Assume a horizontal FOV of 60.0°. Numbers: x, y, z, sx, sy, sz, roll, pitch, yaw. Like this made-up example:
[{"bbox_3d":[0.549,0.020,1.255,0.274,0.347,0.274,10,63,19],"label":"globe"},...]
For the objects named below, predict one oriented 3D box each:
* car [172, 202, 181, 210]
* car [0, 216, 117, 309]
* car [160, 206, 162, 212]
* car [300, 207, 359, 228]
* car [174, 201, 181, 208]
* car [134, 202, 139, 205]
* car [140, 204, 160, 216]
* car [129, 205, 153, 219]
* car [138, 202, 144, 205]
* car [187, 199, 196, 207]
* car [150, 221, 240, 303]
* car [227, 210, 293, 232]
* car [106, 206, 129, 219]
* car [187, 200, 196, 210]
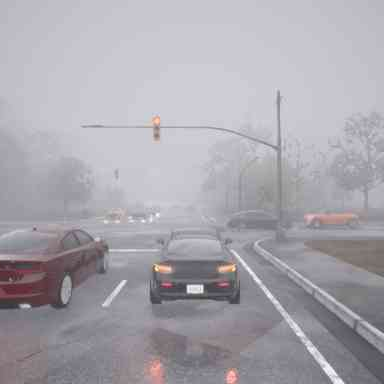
[{"bbox_3d":[-3.649,3.350,76.936,1.895,1.301,4.718,0,0,0],"label":"car"},{"bbox_3d":[-3.433,1.555,8.081,1.882,1.535,5.008,0,-1,0],"label":"car"},{"bbox_3d":[-7.151,3.305,66.660,2.128,1.511,4.902,0,0,0],"label":"car"},{"bbox_3d":[11.754,2.161,28.625,4.553,1.767,2.097,0,-2,-2],"label":"car"},{"bbox_3d":[-3.769,3.220,86.847,1.812,1.442,4.674,0,0,-4],"label":"car"},{"bbox_3d":[-10.692,3.101,55.856,2.097,1.767,4.553,0,-1,0],"label":"car"},{"bbox_3d":[-7.194,3.251,56.603,2.128,1.511,4.902,0,-1,0],"label":"car"},{"bbox_3d":[-7.178,3.032,47.133,1.882,1.535,5.008,0,-2,1],"label":"car"},{"bbox_3d":[-10.651,3.034,66.516,2.150,2.045,5.566,0,0,0],"label":"car"},{"bbox_3d":[-0.261,2.887,86.971,2.097,1.767,4.553,0,0,-4],"label":"car"},{"bbox_3d":[0.064,1.605,8.225,1.812,1.442,4.674,0,-1,0],"label":"car"},{"bbox_3d":[5.032,2.150,24.856,4.892,1.490,1.837,0,-2,0],"label":"car"},{"bbox_3d":[-10.688,3.028,46.997,1.882,1.535,5.008,0,-2,0],"label":"car"},{"bbox_3d":[-0.150,3.298,77.237,1.994,1.385,4.181,0,0,0],"label":"car"}]
